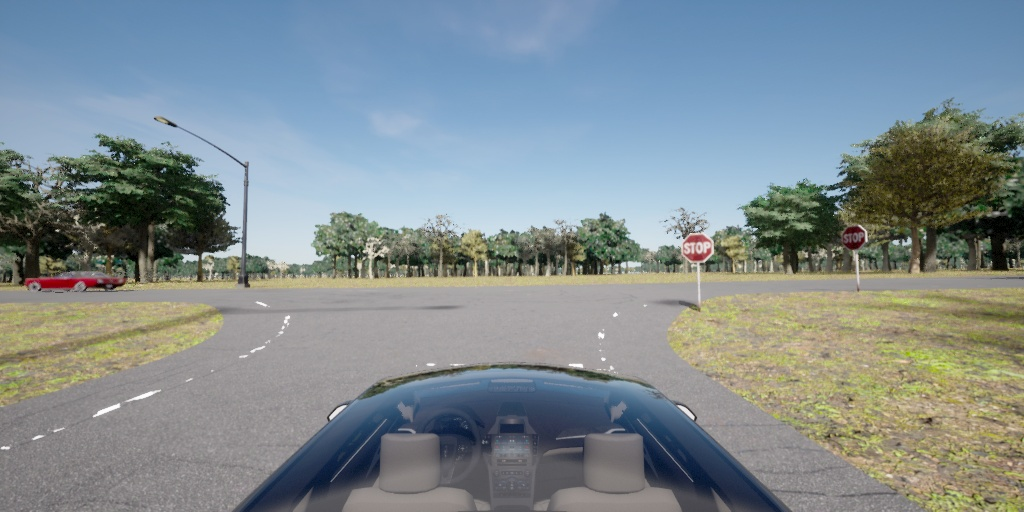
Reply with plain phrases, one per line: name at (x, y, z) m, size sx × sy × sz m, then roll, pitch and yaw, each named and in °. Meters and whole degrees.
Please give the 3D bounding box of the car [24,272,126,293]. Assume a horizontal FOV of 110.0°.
car at (-28.408, 1.699, 23.374) m, size 4.718 × 1.301 × 1.895 m, roll -1°, pitch -3°, yaw 1°
